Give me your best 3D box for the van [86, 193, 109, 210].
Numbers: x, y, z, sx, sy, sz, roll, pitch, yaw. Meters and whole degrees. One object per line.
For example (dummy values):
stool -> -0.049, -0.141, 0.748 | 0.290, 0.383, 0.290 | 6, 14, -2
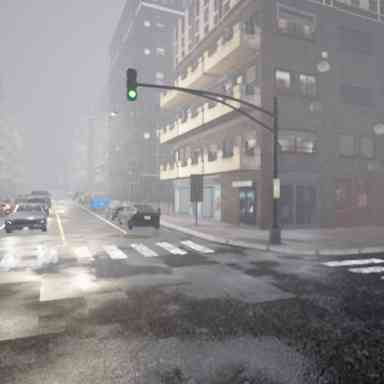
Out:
van -> -9.806, 0.965, 35.130 | 1.690, 1.788, 3.998 | 1, 0, -23

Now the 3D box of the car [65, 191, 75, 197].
car -> -31.940, 0.555, 87.033 | 2.008, 1.369, 4.403 | 1, 0, -23

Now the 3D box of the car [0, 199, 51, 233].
car -> -8.898, 1.316, 18.188 | 2.033, 1.411, 5.357 | 0, 1, -23

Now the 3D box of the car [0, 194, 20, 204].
car -> -15.304, 1.079, 26.653 | 1.967, 1.590, 4.097 | 1, 0, -23

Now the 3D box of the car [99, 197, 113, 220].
car -> -5.386, 1.300, 24.750 | 2.008, 1.369, 4.403 | 1, 0, -23

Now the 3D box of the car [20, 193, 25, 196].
car -> -24.158, 0.934, 47.415 | 1.887, 1.381, 4.507 | 1, 0, -23

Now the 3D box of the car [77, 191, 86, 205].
car -> -14.303, 1.022, 45.667 | 1.752, 1.417, 4.829 | 1, 0, -23

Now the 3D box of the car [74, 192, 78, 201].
car -> -16.451, 1.019, 50.701 | 1.802, 1.307, 4.206 | 1, 0, -23

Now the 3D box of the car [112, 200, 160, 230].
car -> -3.174, 1.378, 19.560 | 1.947, 1.339, 4.313 | 1, 0, -23

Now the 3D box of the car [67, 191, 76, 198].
car -> -29.793, 0.589, 82.000 | 1.752, 1.417, 4.829 | 1, 0, -23

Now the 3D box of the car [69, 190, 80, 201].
car -> -20.869, 0.628, 61.081 | 2.192, 1.841, 5.009 | 1, 0, -23

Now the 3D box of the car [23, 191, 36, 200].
car -> -30.794, 0.644, 62.985 | 1.967, 1.590, 4.097 | 1, 0, -23

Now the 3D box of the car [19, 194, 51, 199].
car -> -12.774, 1.184, 27.300 | 1.812, 1.442, 4.674 | 0, 1, -23

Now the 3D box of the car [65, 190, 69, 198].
car -> -27.514, 0.678, 76.652 | 2.008, 1.369, 4.403 | 1, 0, -23

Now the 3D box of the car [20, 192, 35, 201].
car -> -28.584, 0.816, 57.795 | 2.008, 1.369, 4.403 | 1, 0, -23

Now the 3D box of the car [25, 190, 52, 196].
car -> -16.954, 0.761, 37.187 | 2.150, 2.045, 5.566 | 0, 1, -22
